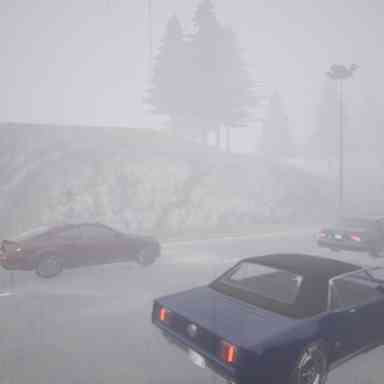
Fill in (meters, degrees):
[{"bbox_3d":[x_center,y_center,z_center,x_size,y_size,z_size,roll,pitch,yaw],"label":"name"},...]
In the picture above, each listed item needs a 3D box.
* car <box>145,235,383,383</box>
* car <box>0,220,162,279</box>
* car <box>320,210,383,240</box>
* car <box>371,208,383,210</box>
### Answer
[{"bbox_3d":[1.873,1.635,5.102,4.718,1.301,1.895,0,0,-36],"label":"car"},{"bbox_3d":[-3.171,1.568,10.111,4.674,1.442,1.812,0,0,-35],"label":"car"},{"bbox_3d":[7.204,1.643,13.229,5.357,1.411,2.033,0,0,-36],"label":"car"},{"bbox_3d":[12.274,1.720,21.195,4.181,1.385,1.994,0,0,-36],"label":"car"}]
